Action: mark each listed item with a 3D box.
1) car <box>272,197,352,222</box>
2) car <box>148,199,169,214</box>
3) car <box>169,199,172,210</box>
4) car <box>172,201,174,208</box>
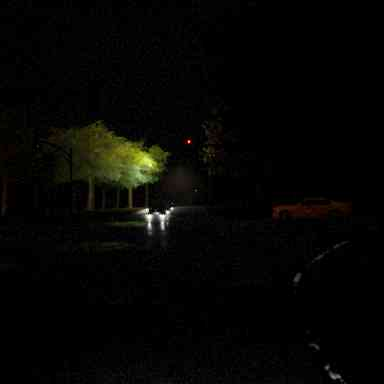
[{"bbox_3d":[7.948,1.119,22.281,5.008,1.535,1.882,-2,0,20],"label":"car"},{"bbox_3d":[-4.167,1.895,40.335,1.837,1.490,4.892,0,-1,-1],"label":"car"},{"bbox_3d":[-4.390,2.089,50.441,1.812,1.442,4.674,0,-1,-1],"label":"car"},{"bbox_3d":[-4.690,2.239,66.026,2.097,1.767,4.553,0,-1,-1],"label":"car"}]
